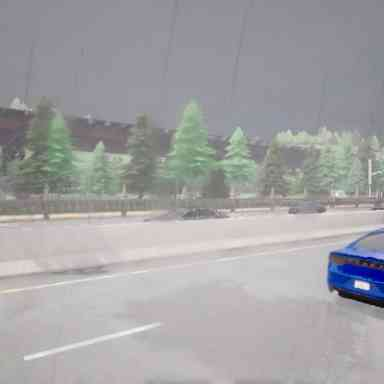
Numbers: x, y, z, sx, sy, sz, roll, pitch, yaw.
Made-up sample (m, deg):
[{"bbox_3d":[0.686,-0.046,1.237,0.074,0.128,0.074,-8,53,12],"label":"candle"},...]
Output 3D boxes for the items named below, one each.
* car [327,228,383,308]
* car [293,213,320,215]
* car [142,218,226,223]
[{"bbox_3d":[5.021,1.510,7.292,5.008,1.535,1.882,1,0,-35],"label":"car"},{"bbox_3d":[11.729,1.637,33.647,4.181,1.385,1.994,0,0,-35],"label":"car"},{"bbox_3d":[-0.245,1.496,16.669,4.892,1.490,1.837,1,0,-35],"label":"car"}]
